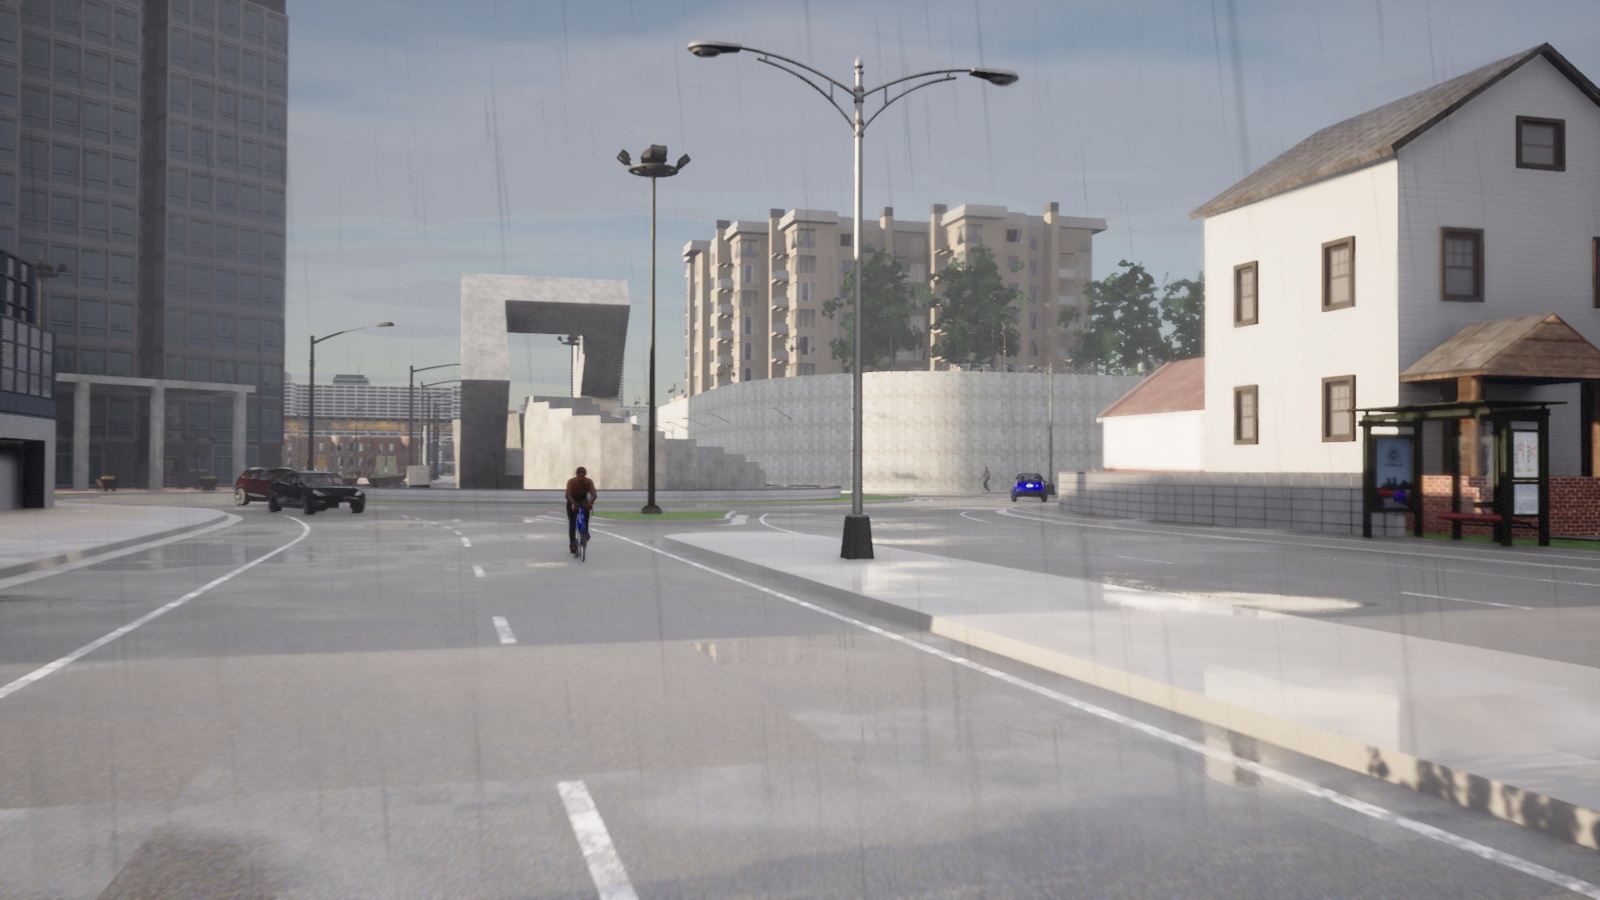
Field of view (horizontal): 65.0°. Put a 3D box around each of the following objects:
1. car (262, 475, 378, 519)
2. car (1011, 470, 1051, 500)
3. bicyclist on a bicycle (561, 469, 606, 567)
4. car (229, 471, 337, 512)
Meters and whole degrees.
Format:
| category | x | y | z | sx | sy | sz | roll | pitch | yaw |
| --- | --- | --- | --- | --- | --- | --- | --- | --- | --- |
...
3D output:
| category | x | y | z | sx | sy | sz | roll | pitch | yaw |
| --- | --- | --- | --- | --- | --- | --- | --- | --- | --- |
| car | -16.984 | 1.613 | 44.304 | 2.163 | 1.488 | 4.792 | 1 | -1 | -43 |
| car | 12.297 | 1.846 | 67.118 | 2.007 | 1.525 | 4.514 | 0 | -1 | 9 |
| bicyclist on a bicycle | -3.744 | 1.143 | 21.659 | 0.582 | 1.620 | 1.656 | 0 | -1 | -16 |
| car | -21.730 | 1.701 | 52.731 | 4.856 | 1.649 | 2.033 | -1 | -1 | 37 |
